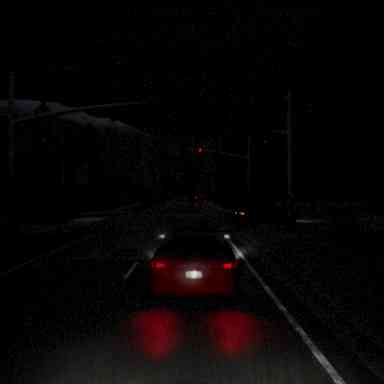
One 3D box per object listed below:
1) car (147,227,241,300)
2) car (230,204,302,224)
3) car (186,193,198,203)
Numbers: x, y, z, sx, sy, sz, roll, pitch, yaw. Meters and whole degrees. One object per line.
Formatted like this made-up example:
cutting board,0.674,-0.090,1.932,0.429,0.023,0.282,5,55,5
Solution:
car,0.060,1.571,8.465,1.994,1.385,4.181,0,0,1
car,5.585,1.580,25.085,5.357,1.411,2.033,0,0,-20
car,-0.002,1.304,68.084,2.150,2.045,5.566,0,0,0
